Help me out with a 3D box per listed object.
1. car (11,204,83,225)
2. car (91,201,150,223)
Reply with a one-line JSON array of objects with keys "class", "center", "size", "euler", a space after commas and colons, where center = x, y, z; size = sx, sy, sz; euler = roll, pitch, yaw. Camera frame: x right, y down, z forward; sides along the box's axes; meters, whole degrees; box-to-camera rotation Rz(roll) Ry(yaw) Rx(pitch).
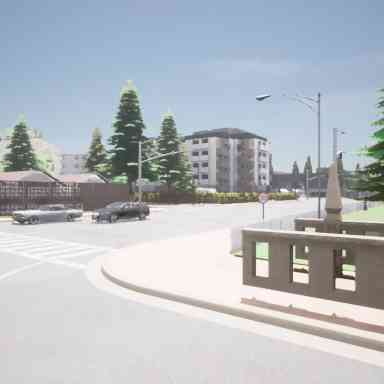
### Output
[{"class": "car", "center": [-10.545, 1.597, 24.391], "size": [1.895, 1.301, 4.718], "euler": [0, 0, 38]}, {"class": "car", "center": [-5.346, 1.486, 25.396], "size": [2.128, 1.511, 4.902], "euler": [0, 0, 38]}]
